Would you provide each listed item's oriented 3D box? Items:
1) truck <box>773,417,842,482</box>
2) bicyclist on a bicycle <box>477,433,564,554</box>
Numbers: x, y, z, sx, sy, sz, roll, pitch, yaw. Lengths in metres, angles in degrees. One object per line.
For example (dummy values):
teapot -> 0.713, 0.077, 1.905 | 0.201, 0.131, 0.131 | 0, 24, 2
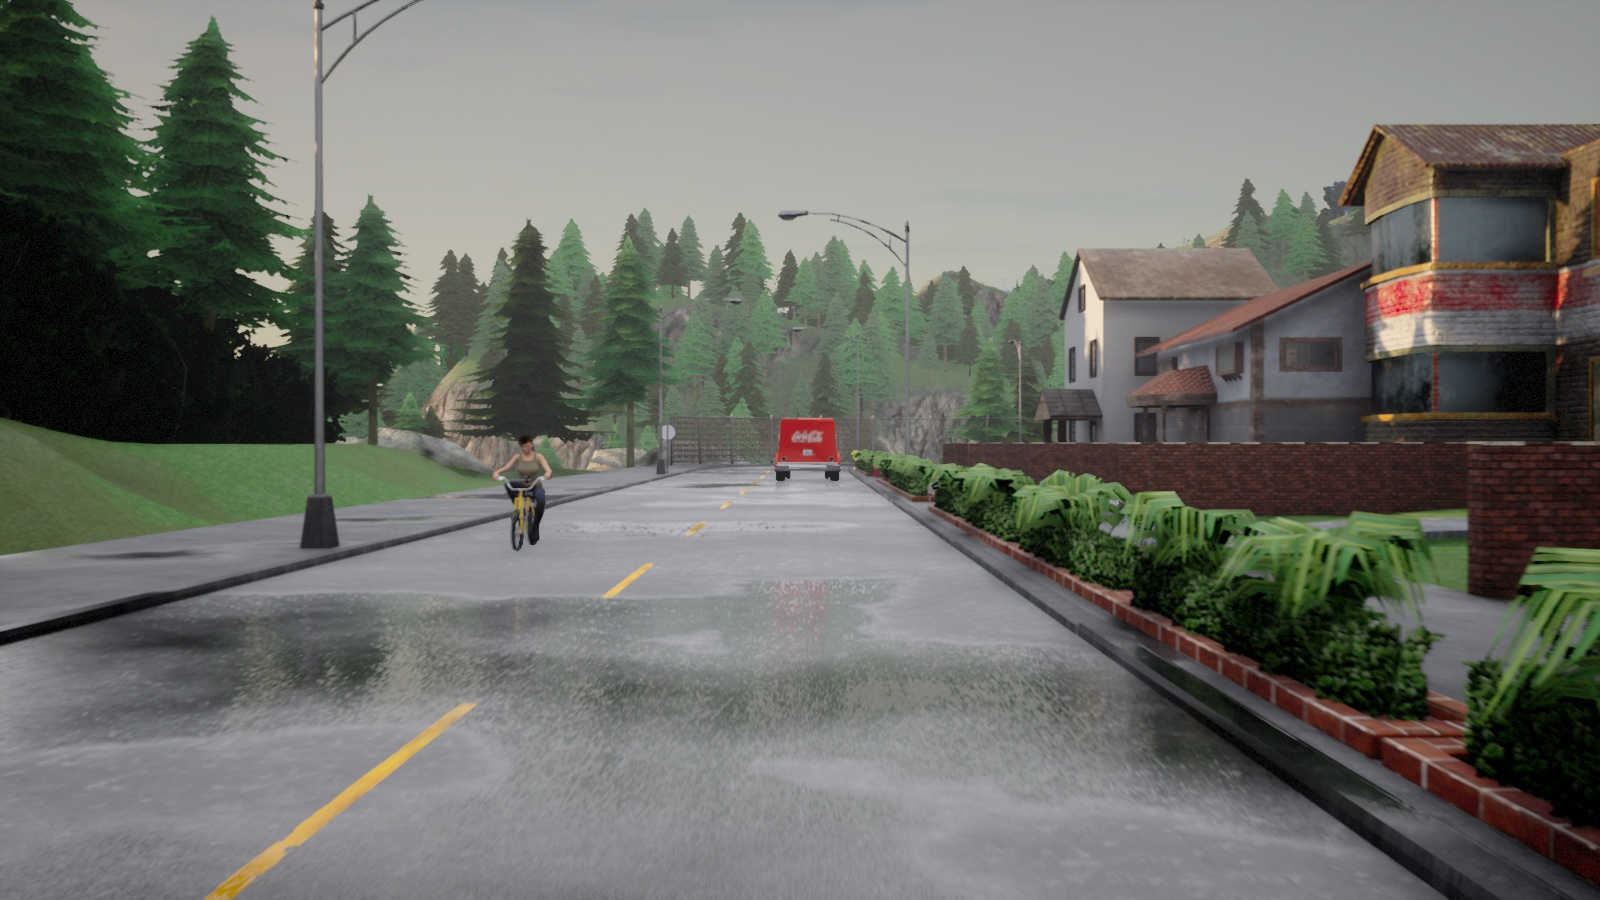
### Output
truck -> 0.308, -0.026, 50.746 | 2.627, 2.467, 5.204 | 0, 0, 0
bicyclist on a bicycle -> -3.878, 0.581, 17.545 | 0.866, 1.612, 1.509 | 0, 0, 1
